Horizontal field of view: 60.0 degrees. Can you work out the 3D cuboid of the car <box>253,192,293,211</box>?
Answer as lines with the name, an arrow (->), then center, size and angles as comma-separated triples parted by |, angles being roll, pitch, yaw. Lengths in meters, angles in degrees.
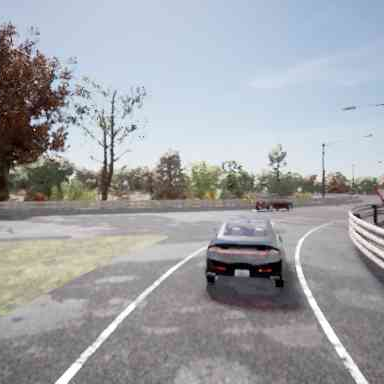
car -> 9.301, 1.165, 37.521 | 4.553, 1.767, 2.097 | 0, 0, -33

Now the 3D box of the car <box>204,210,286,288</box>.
car -> 1.563, 1.469, 9.255 | 2.128, 1.511, 4.902 | 0, 0, 13
